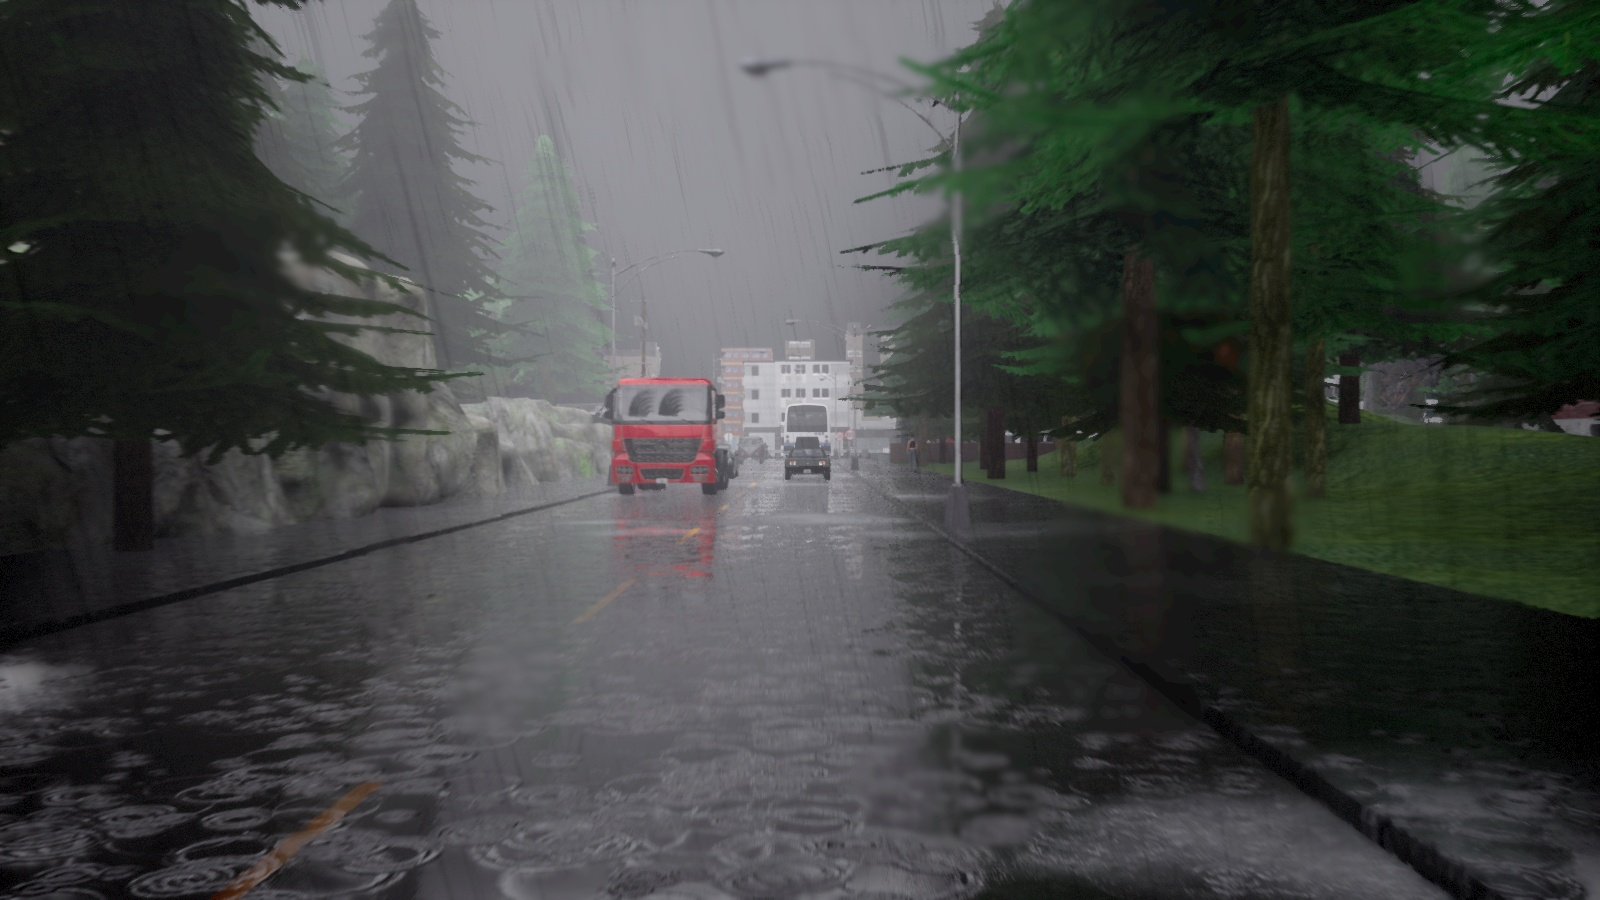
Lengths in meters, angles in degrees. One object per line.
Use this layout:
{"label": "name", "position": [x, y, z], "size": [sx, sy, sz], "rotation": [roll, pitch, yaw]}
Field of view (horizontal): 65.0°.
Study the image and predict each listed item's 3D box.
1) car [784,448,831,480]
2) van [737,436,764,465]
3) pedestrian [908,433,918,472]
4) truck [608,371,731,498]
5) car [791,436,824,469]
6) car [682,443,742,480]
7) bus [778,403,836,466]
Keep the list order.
{"label": "car", "position": [0.320, 0.556, 52.849], "size": [1.895, 1.301, 4.718], "rotation": [0, 0, 0]}
{"label": "van", "position": [-3.493, 0.005, 89.189], "size": [1.775, 1.987, 4.442], "rotation": [0, 0, 0]}
{"label": "pedestrian", "position": [5.331, 0.134, 59.226], "size": [0.345, 1.836, 0.594], "rotation": [0, 0, -3]}
{"label": "truck", "position": [-3.765, -0.448, 38.109], "size": [2.891, 3.462, 7.936], "rotation": [0, 0, 0]}
{"label": "car", "position": [0.439, 0.136, 74.008], "size": [1.905, 1.878, 3.866], "rotation": [0, 0, 0]}
{"label": "car", "position": [-3.678, 0.450, 53.248], "size": [2.163, 1.488, 4.792], "rotation": [0, 0, 0]}
{"label": "bus", "position": [0.513, -1.127, 90.410], "size": [3.944, 4.253, 10.273], "rotation": [0, 1, 0]}
